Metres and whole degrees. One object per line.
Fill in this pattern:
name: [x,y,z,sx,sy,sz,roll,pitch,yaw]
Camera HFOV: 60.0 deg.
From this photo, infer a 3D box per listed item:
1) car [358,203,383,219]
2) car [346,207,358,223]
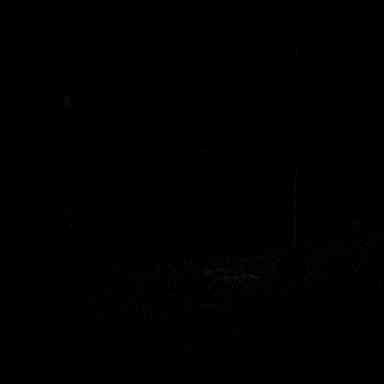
car: [15.918,1.580,29.054,1.947,1.339,4.313,0,0,-35]
car: [9.380,1.539,24.398,1.947,1.339,4.313,0,0,-35]
